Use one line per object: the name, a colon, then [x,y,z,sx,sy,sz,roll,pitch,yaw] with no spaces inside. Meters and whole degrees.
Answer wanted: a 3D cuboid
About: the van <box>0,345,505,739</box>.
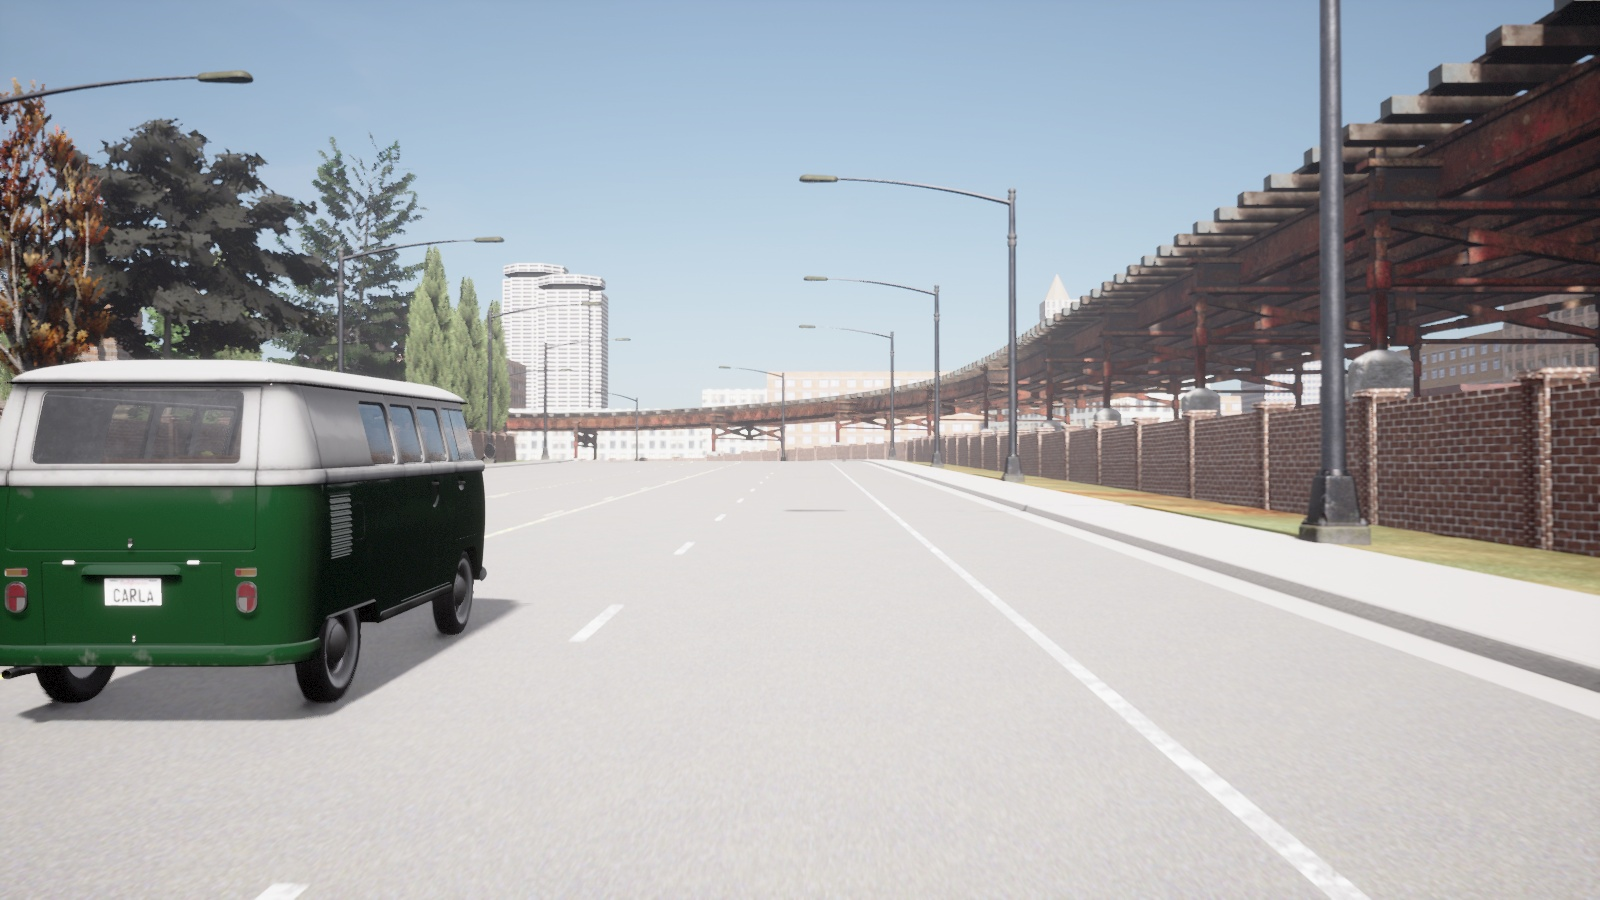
van: [-3.434,0.450,8.557,1.775,1.987,4.442,0,0,0]
